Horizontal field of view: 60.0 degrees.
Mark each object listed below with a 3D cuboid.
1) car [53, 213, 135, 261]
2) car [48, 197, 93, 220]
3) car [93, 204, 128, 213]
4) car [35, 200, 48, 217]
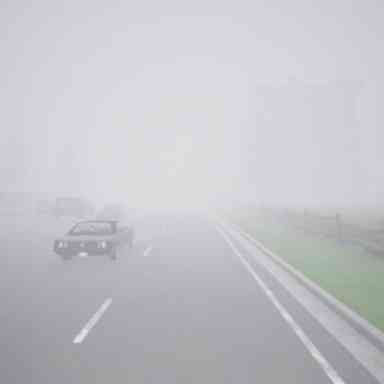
[{"bbox_3d":[-3.403,1.682,12.611,1.895,1.301,4.718,0,0,0],"label":"car"},{"bbox_3d":[-10.456,1.414,29.772,2.150,2.045,5.566,0,0,0],"label":"car"},{"bbox_3d":[-6.958,1.754,29.484,1.994,1.385,4.181,0,0,0],"label":"car"},{"bbox_3d":[-13.980,1.567,33.678,2.097,1.767,4.553,0,0,0],"label":"car"}]
